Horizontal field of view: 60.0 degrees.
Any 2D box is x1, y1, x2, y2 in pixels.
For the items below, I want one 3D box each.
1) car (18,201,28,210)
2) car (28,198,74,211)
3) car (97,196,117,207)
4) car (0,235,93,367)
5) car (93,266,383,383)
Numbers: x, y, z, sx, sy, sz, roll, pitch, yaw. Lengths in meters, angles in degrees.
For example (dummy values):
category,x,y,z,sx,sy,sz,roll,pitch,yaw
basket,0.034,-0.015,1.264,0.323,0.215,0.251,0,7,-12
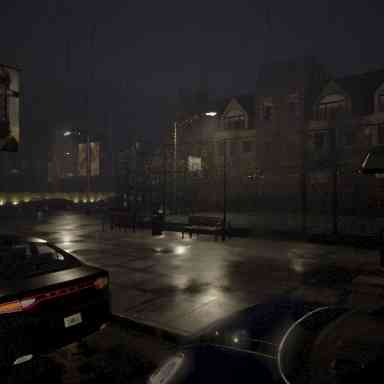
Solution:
category,x,y,z,sx,sy,sz,roll,pitch,yaw
car,-19.439,1.491,42.294,2.128,1.511,4.902,0,0,35
car,-16.653,1.503,40.170,1.837,1.490,4.892,0,1,35
car,-12.590,1.353,52.028,2.097,1.767,4.553,0,0,35
car,-3.532,1.480,5.656,5.008,1.535,2.097,0,0,35
car,1.777,1.354,2.036,4.553,1.767,2.185,0,0,35
